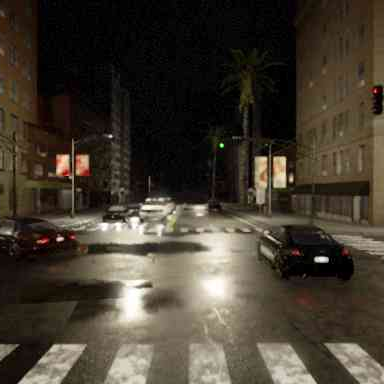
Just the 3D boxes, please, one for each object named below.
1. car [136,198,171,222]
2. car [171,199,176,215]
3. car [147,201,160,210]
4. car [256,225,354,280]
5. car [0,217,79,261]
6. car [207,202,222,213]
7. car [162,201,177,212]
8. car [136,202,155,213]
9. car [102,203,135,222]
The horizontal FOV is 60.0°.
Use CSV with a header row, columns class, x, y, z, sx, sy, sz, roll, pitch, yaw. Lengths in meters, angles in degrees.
class,x,y,z,sx,sy,sz,roll,pitch,yaw
car,-3.460,1.637,30.957,2.150,2.045,5.566,0,-1,0
car,-3.467,1.776,41.319,2.150,2.045,5.566,0,-1,0
car,-6.723,2.290,58.545,1.812,1.442,4.674,0,-1,0
car,3.313,1.726,10.517,1.994,1.385,4.181,1,-1,0
car,-6.846,1.678,12.856,5.357,1.411,2.033,1,0,28
car,3.170,2.150,47.198,1.837,1.490,4.892,0,-1,0
car,-3.447,2.163,51.512,1.882,1.535,5.008,0,-1,0
car,-6.685,2.187,48.476,2.033,1.411,5.357,0,-1,0
car,-6.715,1.961,30.075,1.994,1.385,4.181,0,-1,-1
